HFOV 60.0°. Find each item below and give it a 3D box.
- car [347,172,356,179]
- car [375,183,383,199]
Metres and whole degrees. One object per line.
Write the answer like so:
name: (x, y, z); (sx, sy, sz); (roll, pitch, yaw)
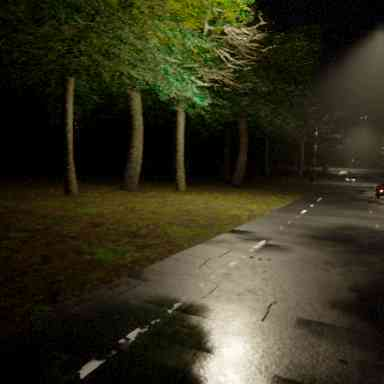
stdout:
car: (35.823, -3.775, 74.796); (2.033, 1.411, 5.357); (5, 7, 26)
car: (18.268, -0.136, 31.090); (2.033, 1.411, 5.357); (5, 6, 26)
